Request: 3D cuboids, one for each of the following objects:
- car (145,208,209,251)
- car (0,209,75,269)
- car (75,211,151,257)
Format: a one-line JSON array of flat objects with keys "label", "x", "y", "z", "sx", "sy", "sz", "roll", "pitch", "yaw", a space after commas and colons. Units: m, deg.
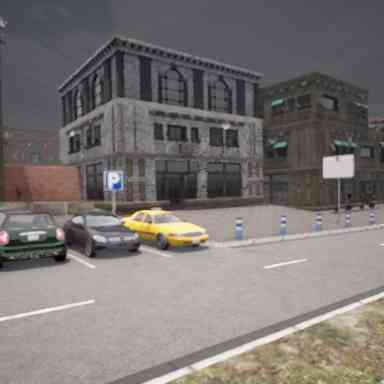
[{"label": "car", "x": -1.423, "y": 1.499, "z": 14.731, "sx": 1.946, "sy": 1.575, "sz": 5.366, "roll": 0, "pitch": 0, "yaw": -36}, {"label": "car", "x": -5.963, "y": 1.372, "z": 11.599, "sx": 2.185, "sy": 1.767, "sz": 4.553, "roll": 0, "pitch": 0, "yaw": -36}, {"label": "car", "x": -3.760, "y": 1.538, "z": 13.255, "sx": 2.002, "sy": 1.452, "sz": 4.674, "roll": 0, "pitch": 0, "yaw": -36}]
